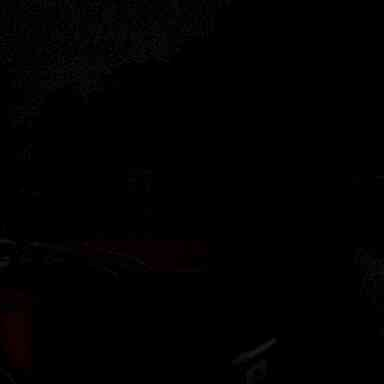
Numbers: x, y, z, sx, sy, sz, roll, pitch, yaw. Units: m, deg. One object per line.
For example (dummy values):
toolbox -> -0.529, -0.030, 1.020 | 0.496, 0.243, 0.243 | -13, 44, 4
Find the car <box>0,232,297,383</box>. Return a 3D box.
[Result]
car -> -1.197, 1.438, 4.174 | 2.192, 1.841, 5.009 | 2, -2, -44
